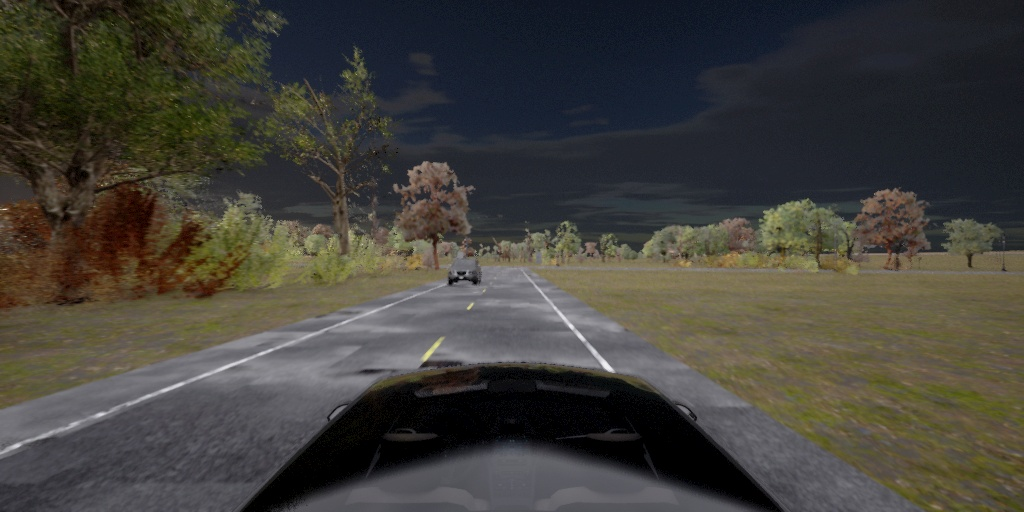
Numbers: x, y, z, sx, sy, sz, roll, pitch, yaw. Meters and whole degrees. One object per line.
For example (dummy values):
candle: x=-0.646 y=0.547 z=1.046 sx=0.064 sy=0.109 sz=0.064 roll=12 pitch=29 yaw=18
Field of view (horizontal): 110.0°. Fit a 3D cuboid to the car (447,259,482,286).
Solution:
car: x=-3.592 y=1.209 z=28.143 sx=2.150 sy=2.045 sz=5.566 roll=0 pitch=-1 yaw=0
